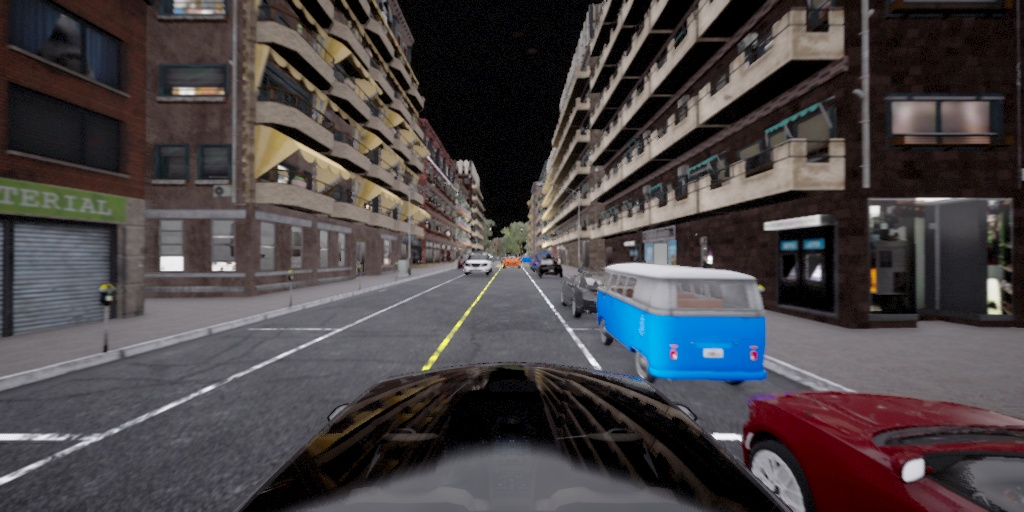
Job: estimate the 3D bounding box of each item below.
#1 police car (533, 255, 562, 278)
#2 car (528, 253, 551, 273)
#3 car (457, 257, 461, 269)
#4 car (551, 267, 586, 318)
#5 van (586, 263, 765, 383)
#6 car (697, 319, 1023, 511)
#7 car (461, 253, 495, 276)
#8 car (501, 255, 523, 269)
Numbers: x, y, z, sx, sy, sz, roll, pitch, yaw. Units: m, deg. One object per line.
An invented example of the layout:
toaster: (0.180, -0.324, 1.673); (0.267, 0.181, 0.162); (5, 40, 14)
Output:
police car: (3.137, 0.939, 30.794); (1.930, 1.638, 5.238); (0, 0, 0)
car: (3.110, 0.686, 37.712); (2.150, 2.045, 5.566); (0, 0, 0)
car: (-5.685, 0.708, 45.702); (2.192, 1.841, 5.009); (0, 0, 0)
car: (2.692, 1.215, 12.235); (2.007, 1.370, 4.403); (0, 0, 0)
van: (2.692, 1.051, 6.664); (1.690, 1.789, 3.998); (0, 0, 0)
car: (2.691, 1.300, 1.094); (1.888, 1.381, 4.507); (0, 0, 0)
car: (-3.095, 0.714, 33.387); (2.150, 2.045, 5.566); (0, 0, 0)
car: (0.001, 0.604, 45.442); (2.097, 1.767, 4.553); (0, 0, 0)
